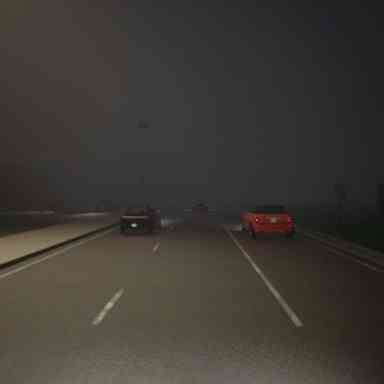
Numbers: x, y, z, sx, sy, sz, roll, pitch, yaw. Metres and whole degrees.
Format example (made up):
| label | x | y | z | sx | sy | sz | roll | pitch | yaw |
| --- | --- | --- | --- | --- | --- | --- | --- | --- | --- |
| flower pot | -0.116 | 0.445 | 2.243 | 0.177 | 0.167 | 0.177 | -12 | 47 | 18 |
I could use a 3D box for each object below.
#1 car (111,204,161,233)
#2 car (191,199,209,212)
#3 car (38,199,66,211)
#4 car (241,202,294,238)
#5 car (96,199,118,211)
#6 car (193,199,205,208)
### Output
| label | x | y | z | sx | sy | sz | roll | pitch | yaw |
| --- | --- | --- | --- | --- | --- | --- | --- | --- | --- |
| car | -2.996 | 1.546 | 19.959 | 2.128 | 1.511 | 4.902 | 0 | 0 | 1 |
| car | 0.941 | 1.641 | 39.743 | 1.812 | 1.442 | 4.674 | 0 | 0 | 1 |
| car | -17.609 | 1.651 | 42.063 | 1.837 | 1.490 | 4.892 | 0 | 0 | 1 |
| car | 3.967 | 1.409 | 18.125 | 2.097 | 1.767 | 4.553 | 0 | 0 | 1 |
| car | -10.610 | 1.614 | 41.906 | 2.128 | 1.511 | 4.902 | 0 | 0 | 1 |
| car | 1.118 | 1.752 | 51.966 | 1.895 | 1.301 | 4.718 | 0 | 0 | 1 |
